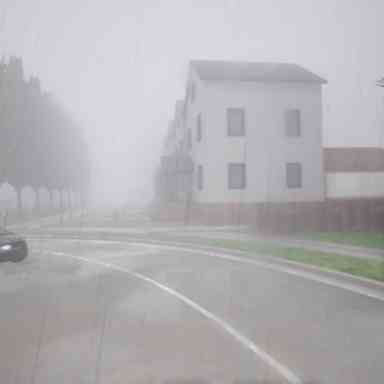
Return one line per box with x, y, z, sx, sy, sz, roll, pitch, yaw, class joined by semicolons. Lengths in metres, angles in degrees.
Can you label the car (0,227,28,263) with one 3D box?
-7.592;1.734;11.161;4.181;1.385;1.994;-1;0;25;car
